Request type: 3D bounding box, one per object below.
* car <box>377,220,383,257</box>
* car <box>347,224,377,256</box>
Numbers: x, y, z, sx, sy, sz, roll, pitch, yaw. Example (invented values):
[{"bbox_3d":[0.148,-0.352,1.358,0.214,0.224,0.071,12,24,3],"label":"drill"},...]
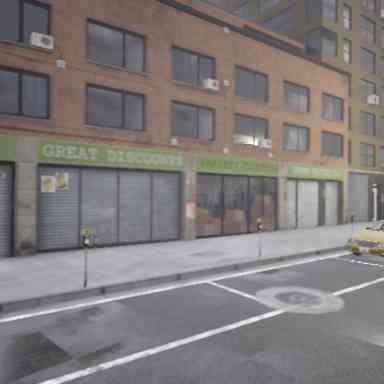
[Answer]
[{"bbox_3d":[7.278,1.244,8.511,5.566,2.045,2.150,0,0,-35],"label":"car"},{"bbox_3d":[7.520,1.550,12.114,4.829,1.417,1.752,0,0,-35],"label":"car"}]
